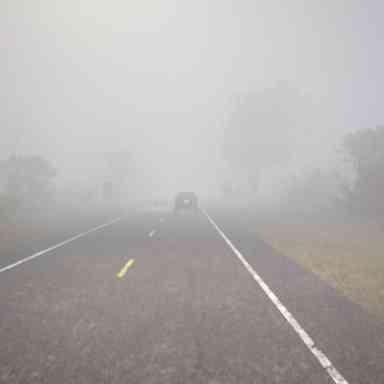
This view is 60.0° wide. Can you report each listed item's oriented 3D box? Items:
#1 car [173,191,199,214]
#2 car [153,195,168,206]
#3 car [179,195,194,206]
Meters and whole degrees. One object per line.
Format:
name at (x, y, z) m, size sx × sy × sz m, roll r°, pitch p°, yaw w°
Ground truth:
car at (-0.538, 0.930, 30.985) m, size 2.150 × 2.045 × 5.566 m, roll -1°, pitch 1°, yaw -1°
car at (-4.330, 1.156, 46.492) m, size 2.128 × 1.511 × 4.902 m, roll -1°, pitch 0°, yaw -1°
car at (-0.784, 1.139, 47.623) m, size 1.994 × 1.385 × 4.181 m, roll -1°, pitch 0°, yaw -1°
